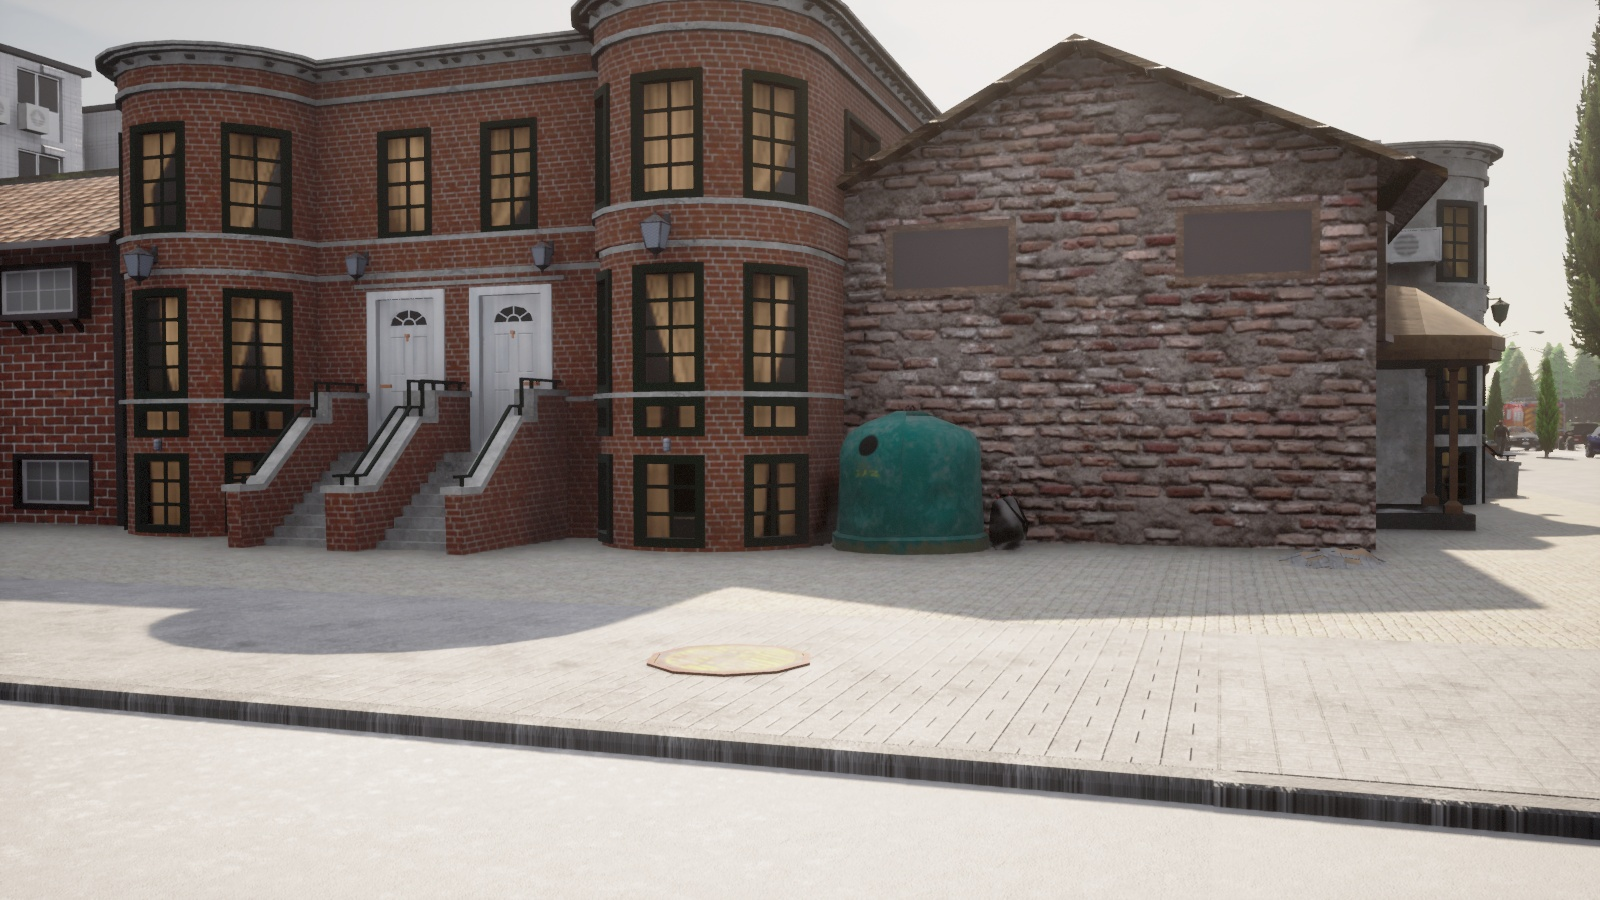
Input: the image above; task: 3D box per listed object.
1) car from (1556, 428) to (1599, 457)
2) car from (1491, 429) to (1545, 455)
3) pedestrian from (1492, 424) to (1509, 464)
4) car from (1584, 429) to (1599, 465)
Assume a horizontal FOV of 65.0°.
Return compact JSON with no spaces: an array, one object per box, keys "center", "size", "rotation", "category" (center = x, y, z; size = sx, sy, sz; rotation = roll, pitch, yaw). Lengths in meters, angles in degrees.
[{"center":[51.888,-0.521,83.583],"size":[1.905,1.878,3.866],"rotation":[1,1,19],"category":"car"},{"center":[47.536,-0.548,83.185],"size":[2.152,1.651,5.027],"rotation":[1,1,19],"category":"car"},{"center":[33.306,-0.295,59.726],"size":[0.563,1.883,0.849],"rotation":[1,1,37],"category":"pedestrian"},{"center":[40.263,-0.149,61.532],"size":[2.097,1.767,4.553],"rotation":[1,1,19],"category":"car"}]
